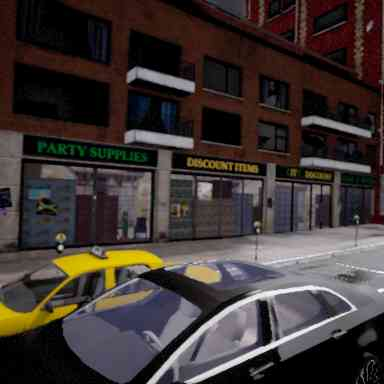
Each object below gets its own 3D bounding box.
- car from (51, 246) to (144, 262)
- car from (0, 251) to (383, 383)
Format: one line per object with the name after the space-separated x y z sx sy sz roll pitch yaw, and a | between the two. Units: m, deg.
-1.640 1.535 4.902 4.829 1.417 1.752 0 1 -35 | car
0.018 1.503 3.082 4.902 1.511 2.128 0 0 -35 | car
